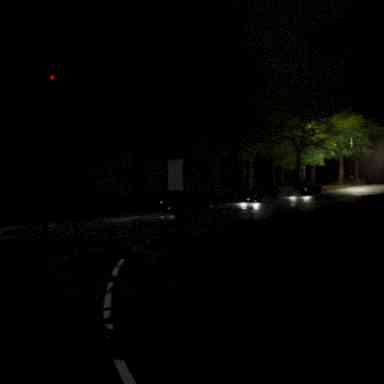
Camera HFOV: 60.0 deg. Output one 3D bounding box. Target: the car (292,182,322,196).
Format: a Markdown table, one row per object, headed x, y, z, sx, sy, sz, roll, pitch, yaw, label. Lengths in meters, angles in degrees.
| x | y | z | sx | sy | sz | roll | pitch | yaw | label |
| --- | --- | --- | --- | --- | --- | --- | --- | --- | --- |
| 13.431 | -0.444 | 38.745 | 1.882 | 1.535 | 5.008 | -1 | 2 | 42 | car |

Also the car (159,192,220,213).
| x | y | z | sx | sy | sz | roll | pitch | yaw | label |
| --- | --- | --- | --- | --- | --- | --- | --- | --- | --- |
| -0.093 | 0.666 | 23.387 | 1.895 | 1.301 | 4.718 | -1 | 2 | 41 | car |

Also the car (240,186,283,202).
| x | y | z | sx | sy | sz | roll | pitch | yaw | label |
| --- | --- | --- | --- | --- | --- | --- | --- | --- | --- |
| 6.629 | 0.116 | 31.037 | 2.033 | 1.411 | 5.357 | -1 | 2 | 41 | car |
